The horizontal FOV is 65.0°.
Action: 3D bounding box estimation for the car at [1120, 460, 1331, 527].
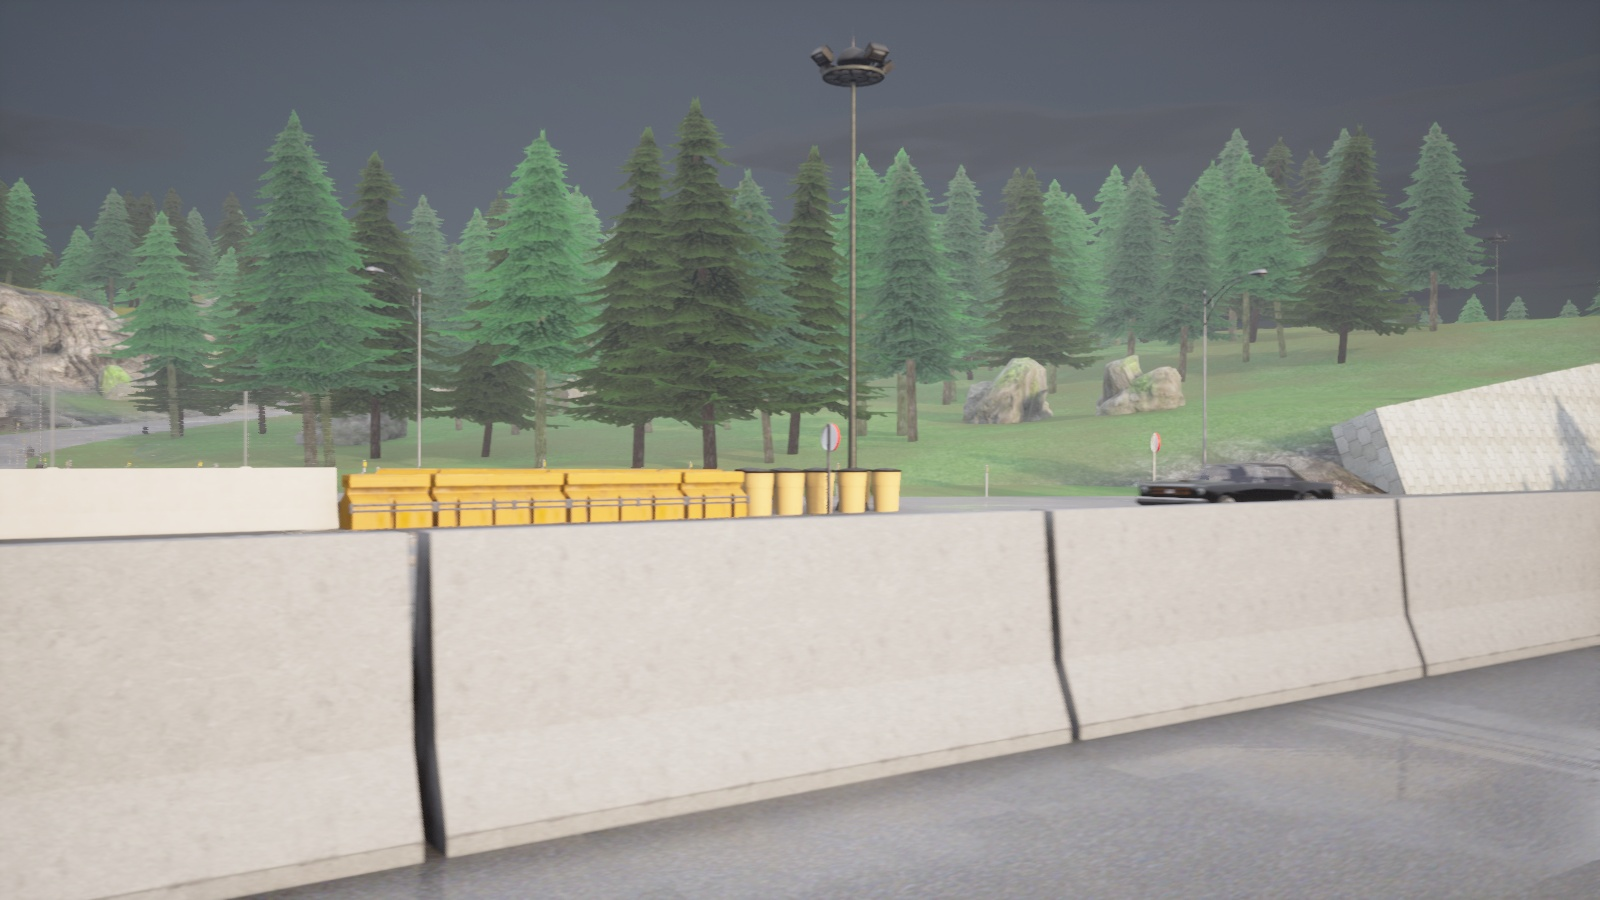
[{"bbox_3d":[9.250,0.892,27.154,4.718,1.301,1.895,0,0,-35],"label":"car"}]
